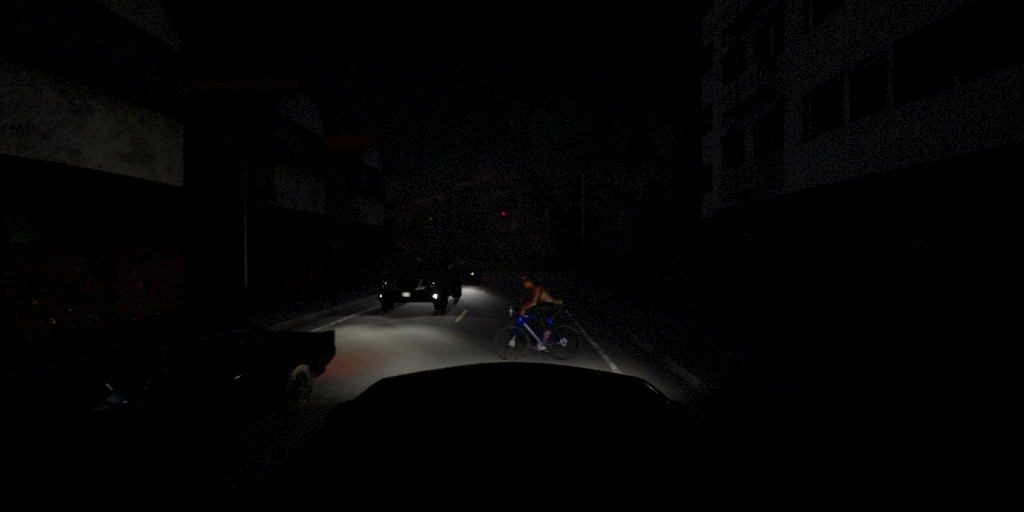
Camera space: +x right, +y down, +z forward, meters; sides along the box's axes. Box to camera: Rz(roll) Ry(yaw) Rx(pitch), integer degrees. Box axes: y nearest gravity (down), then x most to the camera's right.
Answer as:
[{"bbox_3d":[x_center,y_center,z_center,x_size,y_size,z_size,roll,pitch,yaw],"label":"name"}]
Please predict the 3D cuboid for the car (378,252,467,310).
[{"bbox_3d":[-3.415,0.871,14.490,2.150,2.045,5.566,0,1,1],"label":"car"}]

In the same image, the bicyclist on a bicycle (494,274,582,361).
[{"bbox_3d":[0.476,1.155,6.663,1.656,1.620,0.582,-1,0,1],"label":"bicyclist on a bicycle"}]

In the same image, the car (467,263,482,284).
[{"bbox_3d":[-3.178,1.175,24.691,1.895,1.301,4.718,0,0,1],"label":"car"}]

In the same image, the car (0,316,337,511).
[{"bbox_3d":[-3.597,1.338,3.171,1.895,1.301,4.718,0,0,1],"label":"car"}]
